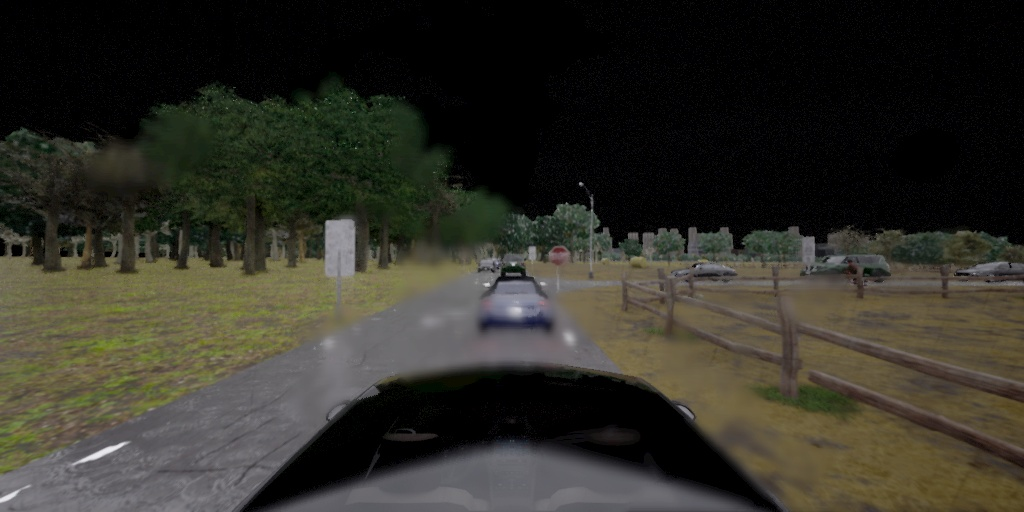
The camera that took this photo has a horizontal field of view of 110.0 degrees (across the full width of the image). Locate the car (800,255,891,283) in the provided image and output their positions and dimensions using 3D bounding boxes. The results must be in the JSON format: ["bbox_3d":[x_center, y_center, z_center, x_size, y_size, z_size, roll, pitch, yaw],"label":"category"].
[{"bbox_3d":[25.031,0.931,26.987,5.566,2.045,2.150,0,-1,0],"label":"car"}]

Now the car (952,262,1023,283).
[{"bbox_3d":[36.320,1.228,26.993,4.892,1.490,1.837,0,-1,0],"label":"car"}]

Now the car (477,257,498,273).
[{"bbox_3d":[-2.820,1.113,40.536,1.837,1.490,4.892,0,0,0],"label":"car"}]

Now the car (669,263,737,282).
[{"bbox_3d":[14.306,1.220,26.937,4.674,1.442,1.812,0,-1,-1],"label":"car"}]

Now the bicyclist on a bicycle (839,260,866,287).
[{"bbox_3d":[19.922,1.053,20.988,0.582,1.620,1.656,0,0,0],"label":"bicyclist on a bicycle"}]

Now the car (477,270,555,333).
[{"bbox_3d":[0.104,1.270,10.531,1.994,1.385,4.181,0,0,0],"label":"car"}]

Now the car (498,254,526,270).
[{"bbox_3d":[0.119,0.837,33.388,2.150,2.045,5.566,0,0,0],"label":"car"}]

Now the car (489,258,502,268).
[{"bbox_3d":[-2.755,1.105,60.381,1.882,1.535,5.008,0,0,1],"label":"car"}]

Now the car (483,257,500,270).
[{"bbox_3d":[-2.812,0.963,50.061,2.097,1.767,4.553,0,0,0],"label":"car"}]
